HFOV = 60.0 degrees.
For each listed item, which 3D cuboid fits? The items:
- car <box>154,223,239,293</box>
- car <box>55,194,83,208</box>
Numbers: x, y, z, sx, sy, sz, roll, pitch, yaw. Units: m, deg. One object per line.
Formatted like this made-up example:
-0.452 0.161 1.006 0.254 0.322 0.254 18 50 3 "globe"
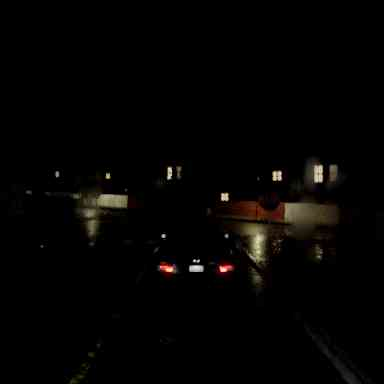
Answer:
0.087 1.548 9.012 2.033 1.411 5.357 0 0 0 "car"
-14.330 0.976 37.413 4.902 1.511 2.128 2 0 33 "car"
